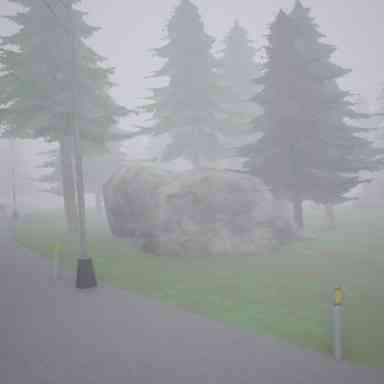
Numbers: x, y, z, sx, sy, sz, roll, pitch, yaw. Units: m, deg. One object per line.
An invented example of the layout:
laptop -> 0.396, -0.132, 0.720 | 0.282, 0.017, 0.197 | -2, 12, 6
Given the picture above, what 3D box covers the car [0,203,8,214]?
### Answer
car -> -21.634, 1.777, 35.991 | 2.128, 1.511, 4.902 | -4, 0, -9
